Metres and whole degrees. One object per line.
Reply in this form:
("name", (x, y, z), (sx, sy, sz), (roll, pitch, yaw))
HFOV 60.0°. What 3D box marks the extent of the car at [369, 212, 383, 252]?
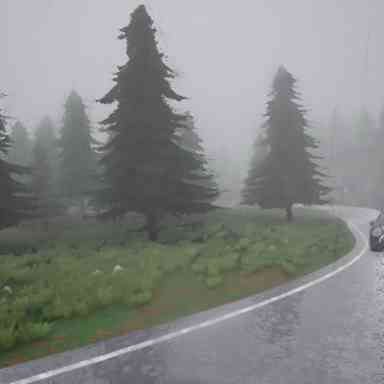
("car", (9.370, 1.713, 15.219), (2.097, 1.767, 4.553), (-2, -2, 29))
